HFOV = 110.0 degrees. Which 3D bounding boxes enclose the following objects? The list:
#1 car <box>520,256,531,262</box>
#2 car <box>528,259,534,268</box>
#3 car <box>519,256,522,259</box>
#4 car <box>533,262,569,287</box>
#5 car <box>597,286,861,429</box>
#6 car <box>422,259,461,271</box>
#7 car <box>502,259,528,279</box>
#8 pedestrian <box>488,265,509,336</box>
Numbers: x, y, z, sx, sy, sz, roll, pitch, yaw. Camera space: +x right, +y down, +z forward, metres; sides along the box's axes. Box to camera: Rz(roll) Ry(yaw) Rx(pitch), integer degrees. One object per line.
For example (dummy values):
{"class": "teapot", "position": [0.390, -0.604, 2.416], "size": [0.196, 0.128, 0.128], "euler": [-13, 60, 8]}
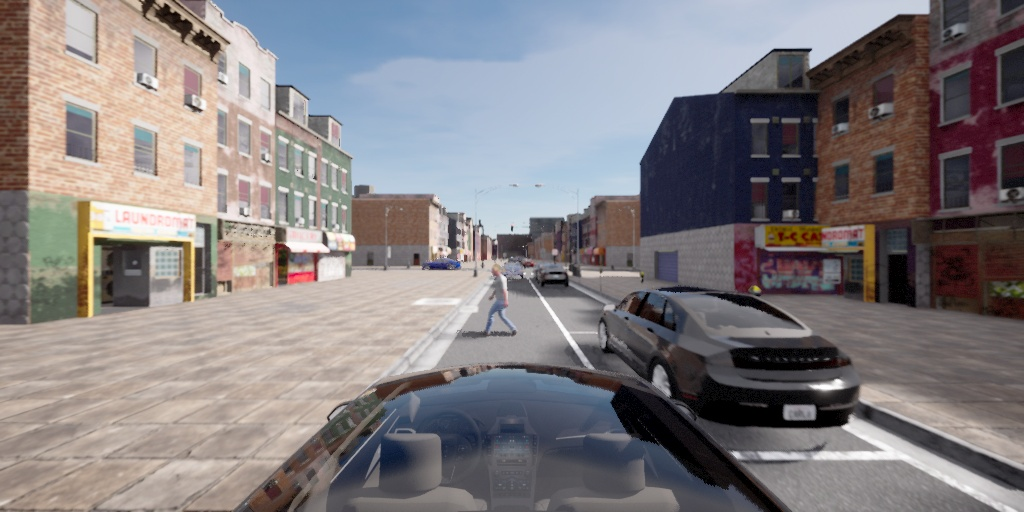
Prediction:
{"class": "car", "position": [2.632, 1.149, 58.284], "size": [1.888, 1.381, 4.507], "euler": [0, 0, 0]}
{"class": "car", "position": [2.635, 1.206, 29.254], "size": [2.007, 1.370, 4.403], "euler": [0, 0, 0]}
{"class": "car", "position": [2.631, 1.124, 64.133], "size": [1.751, 1.417, 4.829], "euler": [0, 0, 0]}
{"class": "car", "position": [2.635, 1.237, 23.579], "size": [1.948, 1.339, 4.313], "euler": [0, 0, 0]}
{"class": "car", "position": [2.749, 1.239, 5.848], "size": [1.837, 1.490, 4.892], "euler": [0, 0, 0]}
{"class": "car", "position": [-9.074, 1.072, 46.199], "size": [5.008, 1.535, 1.882], "euler": [0, -1, 3]}
{"class": "car", "position": [0.079, 1.200, 30.872], "size": [2.033, 1.411, 5.357], "euler": [0, 0, 0]}
{"class": "pedestrian", "position": [-0.323, 1.016, 8.797], "size": [0.375, 1.860, 0.375], "euler": [0, 0, 0]}
